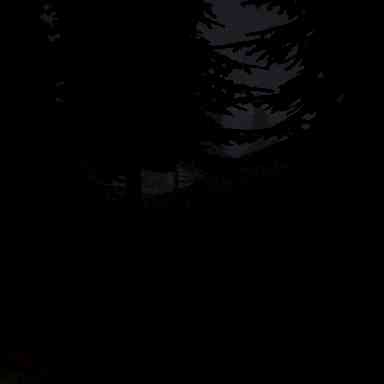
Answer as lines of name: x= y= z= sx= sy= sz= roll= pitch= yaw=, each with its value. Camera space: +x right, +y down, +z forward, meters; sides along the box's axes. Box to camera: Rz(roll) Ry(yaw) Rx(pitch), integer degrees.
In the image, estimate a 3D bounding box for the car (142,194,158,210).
car: x=-6.438 y=1.206 z=39.240 sx=2.150 sy=2.045 sz=5.566 roll=0 pitch=0 yaw=37
